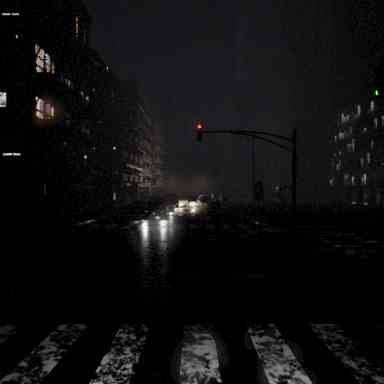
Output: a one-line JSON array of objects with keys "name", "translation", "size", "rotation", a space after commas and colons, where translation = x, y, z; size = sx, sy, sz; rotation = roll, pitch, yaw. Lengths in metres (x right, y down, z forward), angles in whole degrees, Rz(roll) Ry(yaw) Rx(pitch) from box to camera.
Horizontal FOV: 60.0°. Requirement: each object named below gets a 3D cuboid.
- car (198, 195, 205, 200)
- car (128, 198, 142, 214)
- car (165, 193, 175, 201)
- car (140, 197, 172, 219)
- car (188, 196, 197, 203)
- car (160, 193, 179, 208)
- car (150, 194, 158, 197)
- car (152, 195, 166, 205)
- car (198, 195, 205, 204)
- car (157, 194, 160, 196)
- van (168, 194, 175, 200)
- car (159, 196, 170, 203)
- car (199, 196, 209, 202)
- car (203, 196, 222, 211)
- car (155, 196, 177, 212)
[{"name": "car", "translation": [2.688, 1.534, 92.053], "size": [1.752, 1.417, 4.829], "rotation": [-1, 0, 0]}, {"name": "car", "translation": [-5.685, 1.540, 35.339], "size": [1.887, 1.381, 4.507], "rotation": [-1, 0, 0]}, {"name": "car", "translation": [-5.665, 1.322, 86.180], "size": [2.192, 1.841, 5.009], "rotation": [-1, 0, 0]}, {"name": "car", "translation": [-3.086, 1.500, 29.308], "size": [1.837, 1.490, 4.892], "rotation": [0, 0, 0]}, {"name": "car", "translation": [0.135, 1.549, 69.761], "size": [2.033, 1.411, 5.357], "rotation": [0, 0, 0]}, {"name": "car", "translation": [-3.067, 1.218, 49.409], "size": [2.150, 2.045, 5.566], "rotation": [0, 0, 0]}, {"name": "car", "translation": [-5.684, 1.436, 40.988], "size": [1.967, 1.590, 4.097], "rotation": [-1, 0, 0]}, {"name": "car", "translation": [-5.676, 1.439, 57.935], "size": [1.967, 1.590, 4.097], "rotation": [-1, 0, 0]}, {"name": "car", "translation": [2.676, 1.551, 63.637], "size": [2.008, 1.369, 4.403], "rotation": [-1, 0, 0]}, {"name": "car", "translation": [-5.680, 1.312, 52.287], "size": [2.192, 1.841, 5.009], "rotation": [-1, 0, 0]}, {"name": "van", "translation": [-5.661, 1.350, 91.828], "size": [1.690, 1.788, 3.998], "rotation": [-1, 0, 0]}, {"name": "car", "translation": [-5.669, 1.583, 69.233], "size": [1.802, 1.307, 4.206], "rotation": [-1, 0, 0]}, {"name": "car", "translation": [2.681, 1.548, 74.936], "size": [1.887, 1.381, 4.507], "rotation": [-1, 0, 0]}, {"name": "car", "translation": [2.665, 1.540, 41.042], "size": [1.887, 1.381, 4.507], "rotation": [-1, 0, 0]}, {"name": "car", "translation": [-3.078, 1.521, 39.062], "size": [1.812, 1.442, 4.674], "rotation": [0, 0, 0]}]
